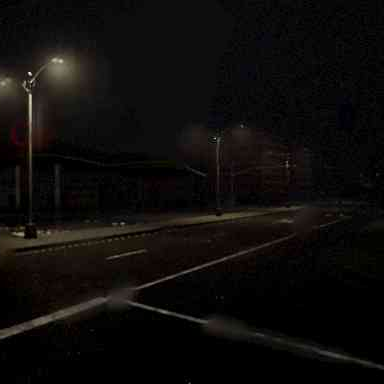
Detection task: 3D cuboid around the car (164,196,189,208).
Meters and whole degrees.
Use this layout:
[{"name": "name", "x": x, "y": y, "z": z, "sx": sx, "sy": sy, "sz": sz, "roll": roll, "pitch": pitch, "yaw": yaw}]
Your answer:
[{"name": "car", "x": -2.386, "y": 1.624, "z": 52.898, "sx": 2.242, "sy": 1.667, "sz": 4.611, "roll": -1, "pitch": 0, "yaw": 35}]

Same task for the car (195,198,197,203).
[{"name": "car", "x": -1.059, "y": 1.836, "z": 80.594, "sx": 4.553, "sy": 1.767, "sz": 2.097, "roll": -1, "pitch": 0, "yaw": 34}]

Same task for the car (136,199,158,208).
[{"name": "car", "x": -7.544, "y": 1.838, "z": 55.537, "sx": 1.970, "sy": 1.475, "sz": 3.806, "roll": -1, "pitch": 0, "yaw": 35}]

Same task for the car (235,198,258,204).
[{"name": "car", "x": 11.693, "y": 1.933, "z": 72.081, "sx": 4.718, "sy": 1.301, "sz": 1.895, "roll": -1, "pitch": 0, "yaw": 34}]
